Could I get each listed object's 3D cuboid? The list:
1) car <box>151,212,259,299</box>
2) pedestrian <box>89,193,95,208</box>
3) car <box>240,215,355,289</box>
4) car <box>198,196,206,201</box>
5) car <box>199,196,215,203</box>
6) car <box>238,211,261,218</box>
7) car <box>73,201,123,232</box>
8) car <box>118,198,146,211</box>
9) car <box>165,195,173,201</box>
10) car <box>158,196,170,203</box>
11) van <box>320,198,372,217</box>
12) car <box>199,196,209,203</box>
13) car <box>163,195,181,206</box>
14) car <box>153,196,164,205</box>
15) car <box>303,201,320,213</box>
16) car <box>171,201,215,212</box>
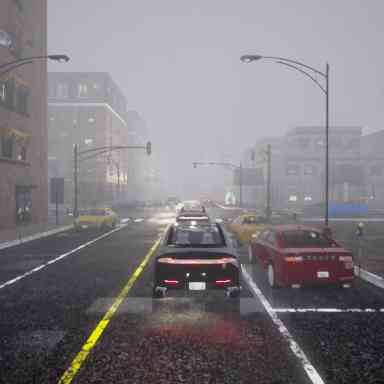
[{"bbox_3d":[0.084,1.491,8.459,2.128,1.511,4.902,0,0,0],"label":"car"},{"bbox_3d":[-12.725,1.083,42.248,0.375,1.860,0.375,0,0,-1],"label":"pedestrian"},{"bbox_3d":[2.665,1.545,9.003,1.887,1.381,4.507,0,0,0],"label":"car"},{"bbox_3d":[2.491,1.629,87.049,2.008,1.369,4.403,-1,0,0],"label":"car"},{"bbox_3d":[2.566,1.466,52.869,1.967,1.590,4.097,0,0,0],"label":"car"},{"bbox_3d":[2.652,1.527,14.870,1.752,1.417,4.829,0,0,0],"label":"car"},{"bbox_3d":[-5.741,1.529,20.213,1.752,1.417,4.829,0,0,0],"label":"car"},{"bbox_3d":[-7.580,1.468,38.165,4.902,1.511,2.128,0,1,-39],"label":"car"},{"bbox_3d":[-5.890,1.603,86.848,1.752,1.417,4.829,0,0,0],"label":"car"},{"bbox_3d":[-5.851,1.600,69.928,2.008,1.369,4.403,0,0,0],"label":"car"},{"bbox_3d":[14.589,1.415,31.190,3.998,1.788,1.690,0,0,-1],"label":"van"},{"bbox_3d":[2.529,1.600,69.959,2.008,1.369,4.403,0,0,0],"label":"car"},{"bbox_3d":[-3.211,1.554,54.297,1.812,1.442,4.674,0,0,0],"label":"car"},{"bbox_3d":[-5.826,1.584,58.535,2.008,1.369,4.403,0,0,0],"label":"car"},{"bbox_3d":[14.582,1.599,36.979,4.181,1.385,1.994,0,0,-1],"label":"car"},{"bbox_3d":[0.060,1.494,18.828,2.128,1.511,4.902,0,0,0],"label":"car"}]
